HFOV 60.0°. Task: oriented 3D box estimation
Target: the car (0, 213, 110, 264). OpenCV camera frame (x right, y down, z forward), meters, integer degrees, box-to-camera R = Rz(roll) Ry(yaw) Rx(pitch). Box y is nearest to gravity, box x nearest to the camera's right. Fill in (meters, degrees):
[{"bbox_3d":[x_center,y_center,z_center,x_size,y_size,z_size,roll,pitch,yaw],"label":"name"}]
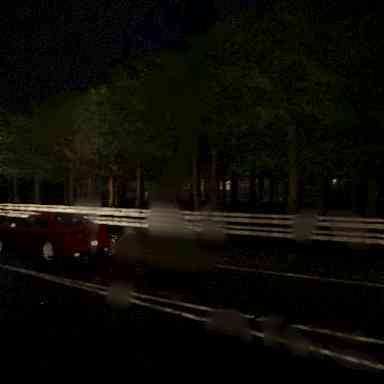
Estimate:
[{"bbox_3d":[-5.170,1.487,12.006,5.008,1.535,1.882,0,0,34],"label":"car"}]
